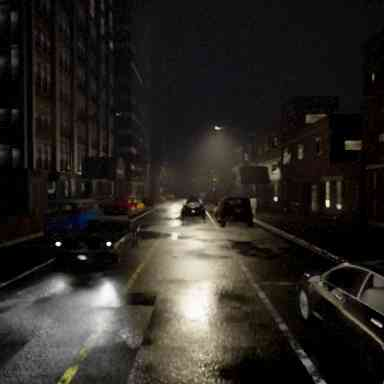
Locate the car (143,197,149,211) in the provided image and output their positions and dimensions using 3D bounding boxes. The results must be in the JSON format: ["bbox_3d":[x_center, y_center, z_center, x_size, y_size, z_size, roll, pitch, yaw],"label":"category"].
[{"bbox_3d":[-5.688,1.375,32.548,1.752,1.417,4.829,-1,0,0],"label":"car"}]

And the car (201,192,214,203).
[{"bbox_3d":[2.696,1.087,49.307,2.192,1.841,5.009,-1,0,0],"label":"car"}]

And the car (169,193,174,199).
[{"bbox_3d":[-5.666,1.033,88.066,1.967,1.590,4.097,-1,0,0],"label":"car"}]

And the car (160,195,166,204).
[{"bbox_3d":[-5.679,1.273,54.687,1.752,1.417,4.829,-1,0,0],"label":"car"}]

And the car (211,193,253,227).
[{"bbox_3d":[2.684,1.215,21.634,2.192,1.841,5.009,-1,0,0],"label":"car"}]

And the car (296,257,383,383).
[{"bbox_3d":[2.692,1.531,4.296,2.008,1.369,4.403,-1,0,0],"label":"car"}]

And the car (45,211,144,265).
[{"bbox_3d":[-3.091,1.547,11.632,1.895,1.301,4.718,0,0,0],"label":"car"}]

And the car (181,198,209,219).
[{"bbox_3d":[0.110,1.437,27.479,1.994,1.385,4.181,0,0,0],"label":"car"}]

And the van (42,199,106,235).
[{"bbox_3d":[-5.698,1.267,16.113,1.690,1.788,3.998,-1,0,0],"label":"van"}]

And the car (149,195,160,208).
[{"bbox_3d":[-5.684,1.343,43.788,1.887,1.381,4.507,-1,0,0],"label":"car"}]

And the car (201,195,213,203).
[{"bbox_3d":[2.704,1.287,60.376,1.947,1.339,4.313,-1,0,0],"label":"car"}]

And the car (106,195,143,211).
[{"bbox_3d":[-5.694,1.190,27.182,2.192,1.841,5.009,-1,0,0],"label":"car"}]

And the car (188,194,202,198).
[{"bbox_3d":[0.125,1.316,45.244,1.812,1.442,4.674,0,0,0],"label":"car"}]

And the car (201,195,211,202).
[{"bbox_3d":[2.707,1.277,65.911,1.802,1.307,4.206,-1,0,0],"label":"car"}]

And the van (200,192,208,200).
[{"bbox_3d":[2.708,0.985,76.978,1.690,1.788,3.998,-1,0,0],"label":"van"}]

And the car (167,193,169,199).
[{"bbox_3d":[-5.677,1.247,60.222,1.752,1.417,4.829,-1,0,0],"label":"car"}]
